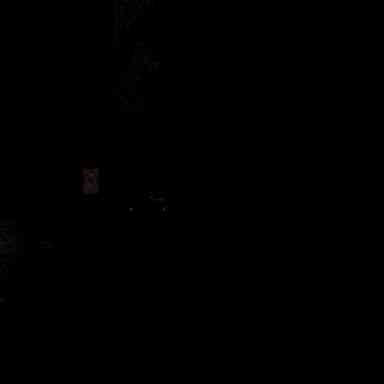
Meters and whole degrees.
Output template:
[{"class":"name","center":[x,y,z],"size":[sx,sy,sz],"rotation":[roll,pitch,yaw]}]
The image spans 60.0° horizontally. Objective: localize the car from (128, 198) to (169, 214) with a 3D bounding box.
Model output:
[{"class":"car","center":[-4.298,1.365,33.362],"size":[2.128,1.511,4.902],"rotation":[0,0,36]}]
